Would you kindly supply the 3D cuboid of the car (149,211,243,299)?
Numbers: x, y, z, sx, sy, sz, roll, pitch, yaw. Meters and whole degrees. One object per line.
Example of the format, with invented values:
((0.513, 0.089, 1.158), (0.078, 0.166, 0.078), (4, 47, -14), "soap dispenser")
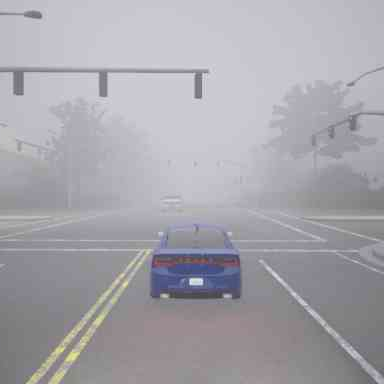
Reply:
((0.086, 1.478, 8.515), (1.882, 1.535, 5.008), (0, 0, 0), "car")

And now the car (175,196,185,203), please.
((-2.518, 1.524, 70.572), (1.812, 1.442, 4.674), (0, 0, 0), "car")

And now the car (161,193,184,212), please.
((-2.421, 1.223, 38.640), (2.150, 2.045, 5.566), (0, 0, -5), "car")
